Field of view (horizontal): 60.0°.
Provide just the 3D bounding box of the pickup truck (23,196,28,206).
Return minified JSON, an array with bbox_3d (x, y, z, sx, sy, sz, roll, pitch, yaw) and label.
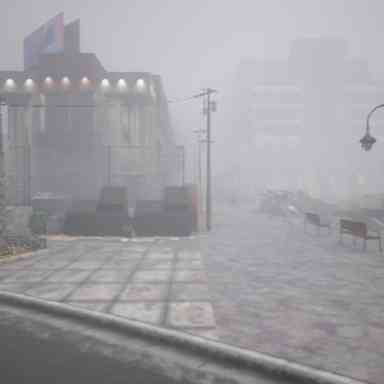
[{"bbox_3d":[-11.303,0.975,26.139,2.390,2.098,6.274,0,0,-1],"label":"pickup truck"}]
